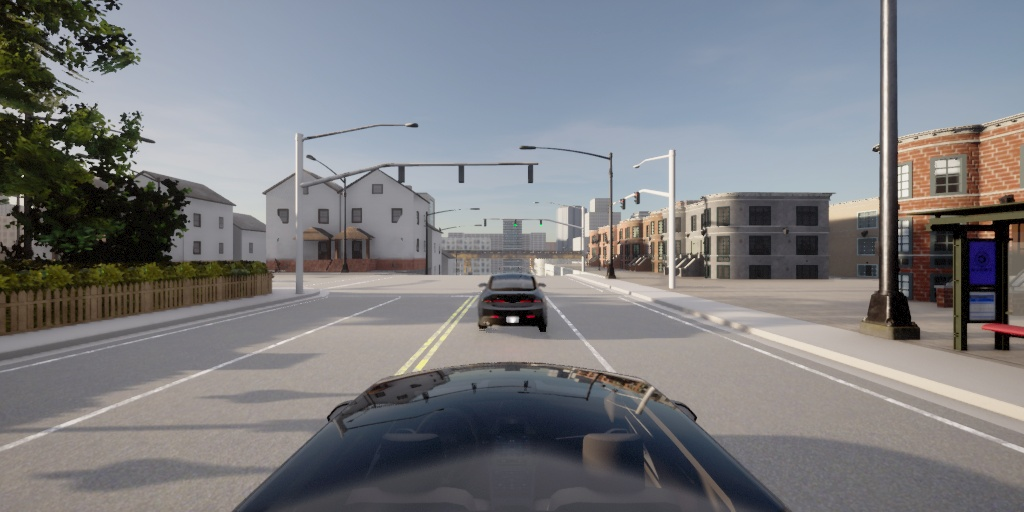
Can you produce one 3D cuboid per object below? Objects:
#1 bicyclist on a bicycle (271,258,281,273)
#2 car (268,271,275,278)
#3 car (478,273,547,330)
[{"bbox_3d":[-25.510,1.065,38.831,0.582,1.620,1.656,0,0,0],"label":"bicyclist on a bicycle"},{"bbox_3d":[-21.616,1.306,27.856,5.357,1.411,2.033,0,0,0],"label":"car"},{"bbox_3d":[0.011,1.260,11.054,1.837,1.490,4.892,0,1,0],"label":"car"}]
